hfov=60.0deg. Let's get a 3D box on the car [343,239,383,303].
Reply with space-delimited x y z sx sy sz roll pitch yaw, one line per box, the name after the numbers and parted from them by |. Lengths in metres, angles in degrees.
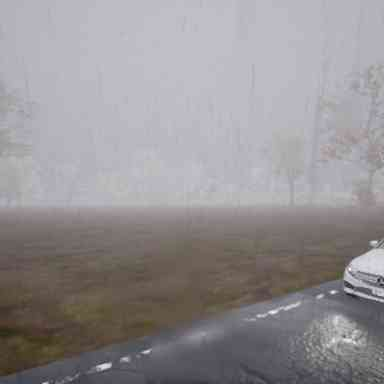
5.225 1.536 7.390 4.674 1.442 1.812 0 0 -38 | car
